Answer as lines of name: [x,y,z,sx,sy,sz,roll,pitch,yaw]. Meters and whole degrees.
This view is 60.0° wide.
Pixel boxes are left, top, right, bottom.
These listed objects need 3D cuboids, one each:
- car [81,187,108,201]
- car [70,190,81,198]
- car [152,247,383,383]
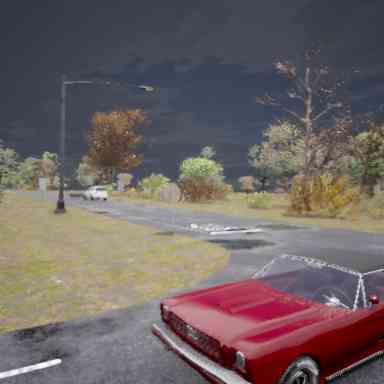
car: [-14.027,0.233,48.623,2.150,2.045,5.566,1,1,-33]
car: [-19.684,0.388,57.391,1.895,1.301,4.718,1,1,-33]
car: [1.856,1.589,4.816,4.718,1.301,1.895,-1,1,-33]
